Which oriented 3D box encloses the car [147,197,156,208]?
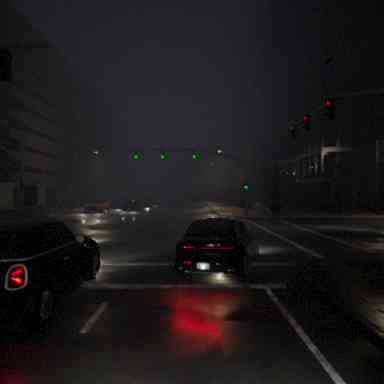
[{"bbox_3d":[-7.315,1.578,51.713,1.882,1.535,5.008,0,0,1],"label":"car"}]

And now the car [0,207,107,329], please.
[{"bbox_3d":[-3.484,1.366,7.106,2.097,1.767,4.553,0,0,-1],"label":"car"}]

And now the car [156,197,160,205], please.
[{"bbox_3d":[-7.112,1.668,62.155,2.033,1.411,5.357,0,0,1],"label":"car"}]

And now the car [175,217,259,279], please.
[{"bbox_3d":[0.897,1.540,10.281,1.837,1.490,4.892,-1,-1,15],"label":"car"}]

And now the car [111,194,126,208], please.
[{"bbox_3d":[-10.863,1.315,48.377,2.150,2.045,5.566,0,0,1],"label":"car"}]

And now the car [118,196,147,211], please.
[{"bbox_3d":[-7.416,1.628,41.734,2.033,1.411,5.357,0,0,0],"label":"car"}]

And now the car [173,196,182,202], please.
[{"bbox_3d":[-3.403,1.704,78.468,1.994,1.385,4.181,0,0,1],"label":"car"}]

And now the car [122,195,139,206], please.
[{"bbox_3d":[-10.702,1.465,58.125,2.097,1.767,4.553,0,0,1],"label":"car"}]

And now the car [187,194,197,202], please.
[{"bbox_3d":[0.100,1.377,78.689,2.150,2.045,5.566,0,0,1],"label":"car"}]

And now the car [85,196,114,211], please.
[{"bbox_3d":[-10.907,1.553,38.556,1.882,1.535,5.008,0,0,0],"label":"car"}]
